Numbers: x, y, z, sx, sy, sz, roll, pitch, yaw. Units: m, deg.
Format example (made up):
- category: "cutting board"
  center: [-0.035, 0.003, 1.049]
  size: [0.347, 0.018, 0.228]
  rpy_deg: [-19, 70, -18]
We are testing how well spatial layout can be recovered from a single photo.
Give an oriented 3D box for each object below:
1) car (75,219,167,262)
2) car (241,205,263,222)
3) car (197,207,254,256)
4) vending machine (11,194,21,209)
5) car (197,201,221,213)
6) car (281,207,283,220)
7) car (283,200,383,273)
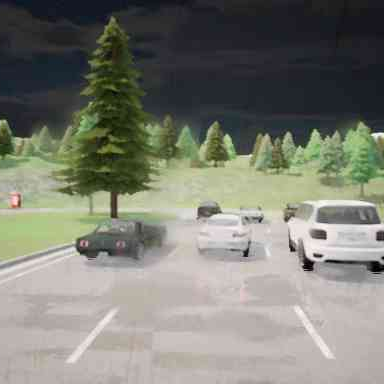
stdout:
- category: "car"
  center: [-2.325, 1.639, 12.415]
  size: [1.895, 1.301, 4.718]
  rpy_deg: [0, 0, 10]
- category: "car"
  center: [4.747, 1.697, 26.918]
  size: [1.895, 1.301, 4.718]
  rpy_deg: [0, 0, 13]
- category: "car"
  center: [1.409, 1.571, 13.279]
  size: [1.812, 1.442, 4.674]
  rpy_deg: [0, 0, 11]
- category: "vending machine"
  center: [-25.112, 1.315, 47.421]
  size: [0.880, 2.100, 1.100]
  rpy_deg: [0, 0, -44]
- category: "car"
  center: [1.549, 1.578, 29.783]
  size: [1.882, 1.535, 5.008]
  rpy_deg: [1, 0, 7]
- category: "car"
  center: [8.172, 1.591, 26.429]
  size: [2.128, 1.511, 4.902]
  rpy_deg: [0, 0, 12]
- category: "car"
  center: [4.523, 1.267, 11.070]
  size: [2.150, 2.045, 5.566]
  rpy_deg: [0, 0, 10]
